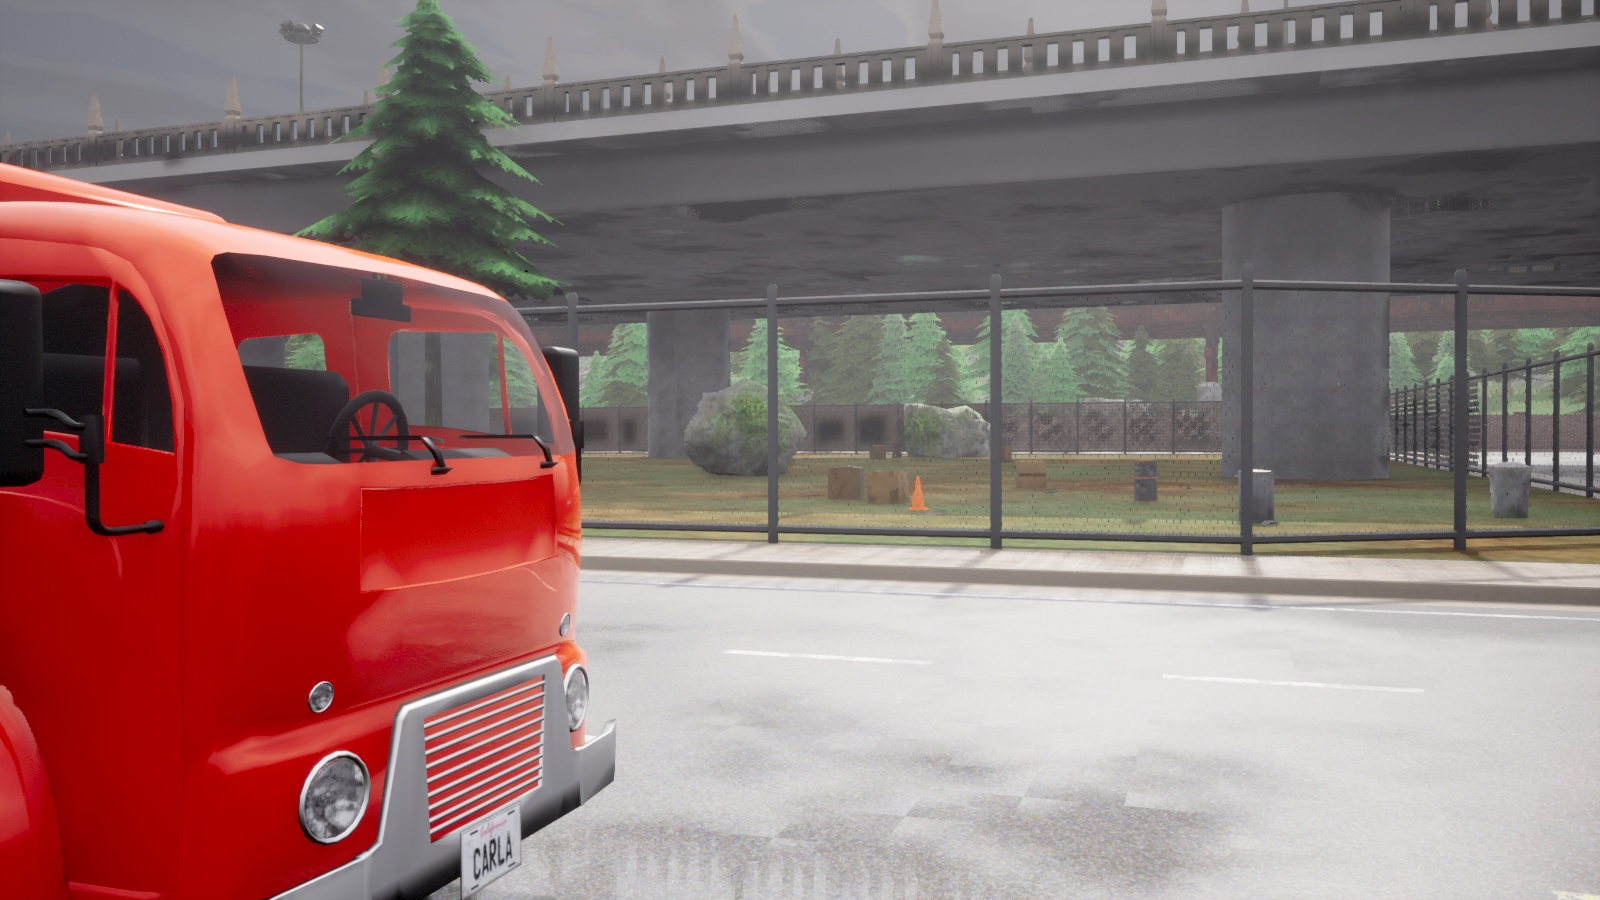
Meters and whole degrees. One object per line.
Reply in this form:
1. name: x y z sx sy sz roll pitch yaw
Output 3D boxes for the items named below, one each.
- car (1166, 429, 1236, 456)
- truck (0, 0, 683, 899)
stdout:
1. car: 27.652 -0.543 86.640 4.553 1.767 2.097 1 1 18
2. truck: -3.327 0.258 4.304 5.204 2.467 2.627 1 1 19
